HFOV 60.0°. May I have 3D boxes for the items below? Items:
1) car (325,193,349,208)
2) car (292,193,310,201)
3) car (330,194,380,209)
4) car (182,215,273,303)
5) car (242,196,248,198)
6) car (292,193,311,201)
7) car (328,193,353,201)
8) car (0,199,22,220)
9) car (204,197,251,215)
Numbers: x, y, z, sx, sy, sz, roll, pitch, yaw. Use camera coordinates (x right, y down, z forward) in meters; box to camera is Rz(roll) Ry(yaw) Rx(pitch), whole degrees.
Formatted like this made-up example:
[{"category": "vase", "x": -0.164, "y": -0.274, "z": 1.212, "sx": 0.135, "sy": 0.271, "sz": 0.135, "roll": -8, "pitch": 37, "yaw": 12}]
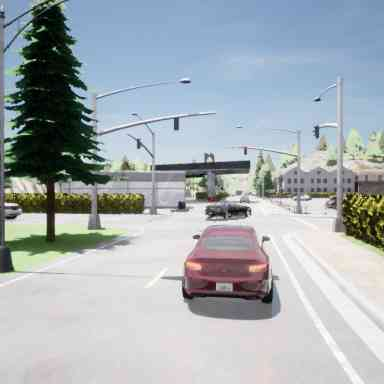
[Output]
[{"category": "car", "x": 19.495, "y": 1.330, "z": 41.988, "sx": 5.027, "sy": 1.636, "sz": 2.152, "roll": 0, "pitch": 0, "yaw": 9}, {"category": "car", "x": 24.846, "y": 1.361, "z": 75.825, "sx": 3.806, "sy": 1.475, "sz": 1.970, "roll": 0, "pitch": 0, "yaw": 9}, {"category": "car", "x": 19.053, "y": 1.340, "z": 38.882, "sx": 4.514, "sy": 1.523, "sz": 2.007, "roll": 0, "pitch": 0, "yaw": 9}, {"category": "car", "x": 0.932, "y": 1.526, "z": 8.188, "sx": 1.812, "sy": 1.442, "sz": 4.674, "roll": 0, "pitch": 0, "yaw": 9}, {"category": "car", "x": 10.796, "y": 1.526, "z": 68.022, "sx": 1.812, "sy": 1.442, "sz": 4.674, "roll": 0, "pitch": 0, "yaw": 10}, {"category": "car", "x": 25.973, "y": 1.077, "z": 79.012, "sx": 3.866, "sy": 1.878, "sz": 1.905, "roll": 0, "pitch": 0, "yaw": 9}, {"category": "car", "x": 33.225, "y": 1.097, "z": 74.526, "sx": 4.605, "sy": 1.855, "sz": 1.932, "roll": 0, "pitch": 0, "yaw": 9}, {"category": "car", "x": -16.390, "y": 1.222, "z": 26.196, "sx": 5.566, "sy": 2.045, "sz": 2.150, "roll": 0, "pitch": 0, "yaw": 9}, {"category": "car", "x": 3.101, "y": 1.491, "z": 27.880, "sx": 2.128, "sy": 1.511, "sz": 4.902, "roll": 1, "pitch": 1, "yaw": 43}]
